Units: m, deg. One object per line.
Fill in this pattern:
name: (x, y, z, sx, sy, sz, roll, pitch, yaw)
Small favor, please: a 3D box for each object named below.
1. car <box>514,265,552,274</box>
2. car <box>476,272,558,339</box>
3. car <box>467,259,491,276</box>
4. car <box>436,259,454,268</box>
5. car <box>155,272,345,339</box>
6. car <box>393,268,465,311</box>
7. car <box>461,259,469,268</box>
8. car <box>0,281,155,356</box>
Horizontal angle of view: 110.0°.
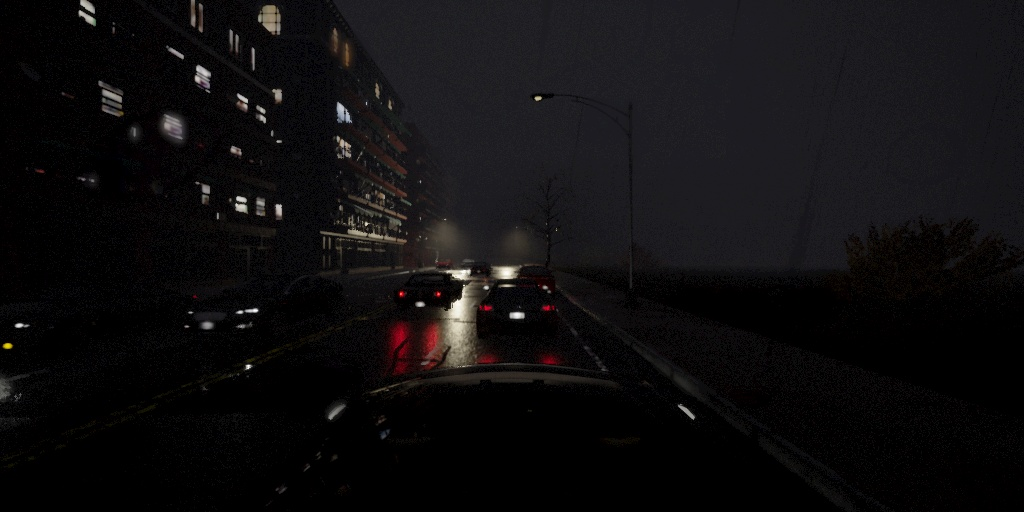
car: (1.155, 1.225, 19.016, 1.882, 1.535, 5.008, 0, 0, 0)
car: (0.111, 1.313, 10.096, 1.994, 1.385, 4.181, 0, 0, 0)
car: (-3.114, 1.266, 36.124, 1.812, 1.442, 4.674, 0, 0, 0)
car: (-9.793, 1.212, 52.492, 1.882, 1.535, 5.008, 0, 0, 0)
car: (-6.591, 1.240, 10.205, 2.128, 1.511, 4.902, 0, 0, 0)
car: (-3.137, 1.348, 14.529, 1.895, 1.301, 4.718, 0, 0, 0)
car: (-6.541, 1.225, 53.840, 2.128, 1.511, 4.902, 0, 0, 0)
car: (-9.843, 1.313, 8.468, 1.994, 1.385, 4.181, 0, 0, 0)
